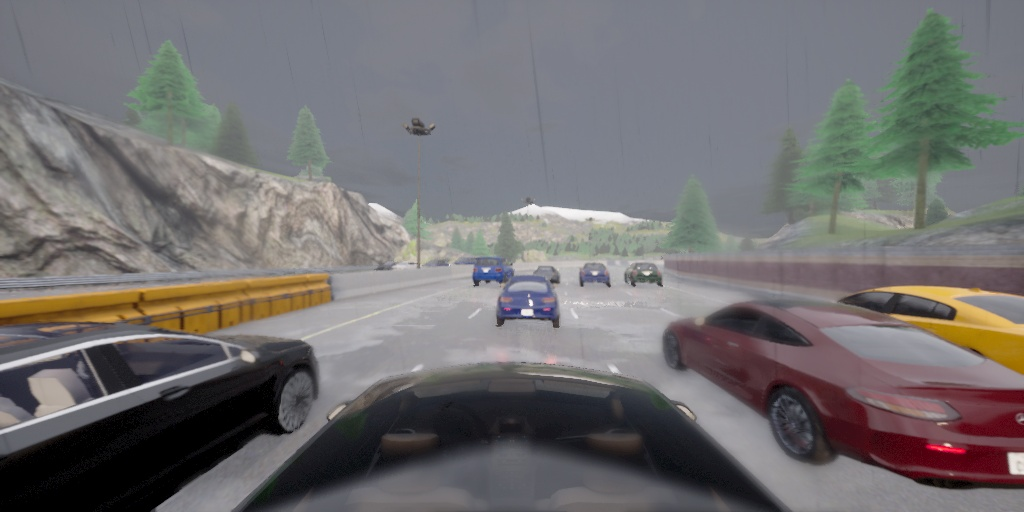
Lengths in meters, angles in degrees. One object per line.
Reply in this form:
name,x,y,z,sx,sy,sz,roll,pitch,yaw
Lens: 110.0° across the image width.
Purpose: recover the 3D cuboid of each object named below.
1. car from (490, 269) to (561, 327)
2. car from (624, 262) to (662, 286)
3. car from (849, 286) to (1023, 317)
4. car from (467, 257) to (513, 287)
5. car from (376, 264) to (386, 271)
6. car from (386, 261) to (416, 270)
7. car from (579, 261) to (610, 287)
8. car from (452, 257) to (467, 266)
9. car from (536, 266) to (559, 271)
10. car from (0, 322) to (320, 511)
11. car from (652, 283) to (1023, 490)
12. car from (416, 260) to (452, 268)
car,0.546,1.322,11.709,1.812,1.442,4.674,0,0,4
car,9.581,1.239,26.485,2.097,1.767,4.553,0,0,11
car,7.250,1.268,6.417,1.882,1.535,5.008,0,0,2
car,-1.242,1.077,25.801,2.150,2.045,5.566,0,0,10
car,-16.884,1.474,50.777,2.033,1.411,5.357,0,0,18
car,-14.148,1.445,47.691,1.812,1.442,4.674,0,0,17
car,6.019,1.230,26.448,2.097,1.767,4.553,0,0,10
car,-6.314,1.173,49.301,2.150,2.045,5.566,0,-1,19
car,2.640,1.437,27.406,1.994,1.385,4.181,0,0,11
car,-3.346,1.237,2.596,2.128,1.511,4.902,0,0,0
car,3.688,1.299,4.815,1.812,1.442,4.674,0,0,1
car,-10.363,1.283,48.089,2.097,1.767,4.553,0,0,18
